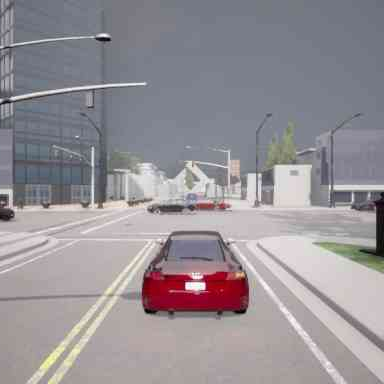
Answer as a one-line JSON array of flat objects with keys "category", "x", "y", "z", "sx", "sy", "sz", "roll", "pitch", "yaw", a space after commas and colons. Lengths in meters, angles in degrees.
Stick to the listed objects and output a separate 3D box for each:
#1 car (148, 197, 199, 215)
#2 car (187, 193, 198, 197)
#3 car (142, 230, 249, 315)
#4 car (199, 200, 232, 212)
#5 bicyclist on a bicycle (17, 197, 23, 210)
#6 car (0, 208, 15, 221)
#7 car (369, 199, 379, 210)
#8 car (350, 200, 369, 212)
[{"category": "car", "x": -1.982, "y": 1.513, "z": 33.405, "sx": 4.902, "sy": 1.511, "sz": 2.128, "roll": 0, "pitch": 0, "yaw": 0}, {"category": "car", "x": 0.117, "y": 1.225, "z": 72.465, "sx": 2.150, "sy": 2.045, "sz": 5.566, "roll": 0, "pitch": 0, "yaw": 4}, {"category": "car", "x": 0.071, "y": 1.564, "z": 7.642, "sx": 1.994, "sy": 1.385, "sz": 4.181, "roll": 0, "pitch": 0, "yaw": 0}, {"category": "car", "x": 2.226, "y": 1.608, "z": 39.481, "sx": 4.718, "sy": 1.301, "sz": 1.895, "roll": 0, "pitch": 0, "yaw": 33}, {"category": "bicyclist on a bicycle", "x": -21.999, "y": 1.466, "z": 42.523, "sx": 0.582, "sy": 1.620, "sz": 1.656, "roll": -1, "pitch": 0, "yaw": 0}, {"category": "car", "x": -16.612, "y": 1.587, "z": 26.091, "sx": 5.008, "sy": 1.535, "sz": 1.882, "roll": -1, "pitch": 0, "yaw": 0}, {"category": "car", "x": 21.525, "y": 1.167, "z": 33.585, "sx": 5.566, "sy": 2.045, "sz": 2.150, "roll": 0, "pitch": 0, "yaw": 0}, {"category": "car", "x": 20.646, "y": 1.499, "z": 37.093, "sx": 5.357, "sy": 1.411, "sz": 2.033, "roll": 0, "pitch": 0, "yaw": -1}]
